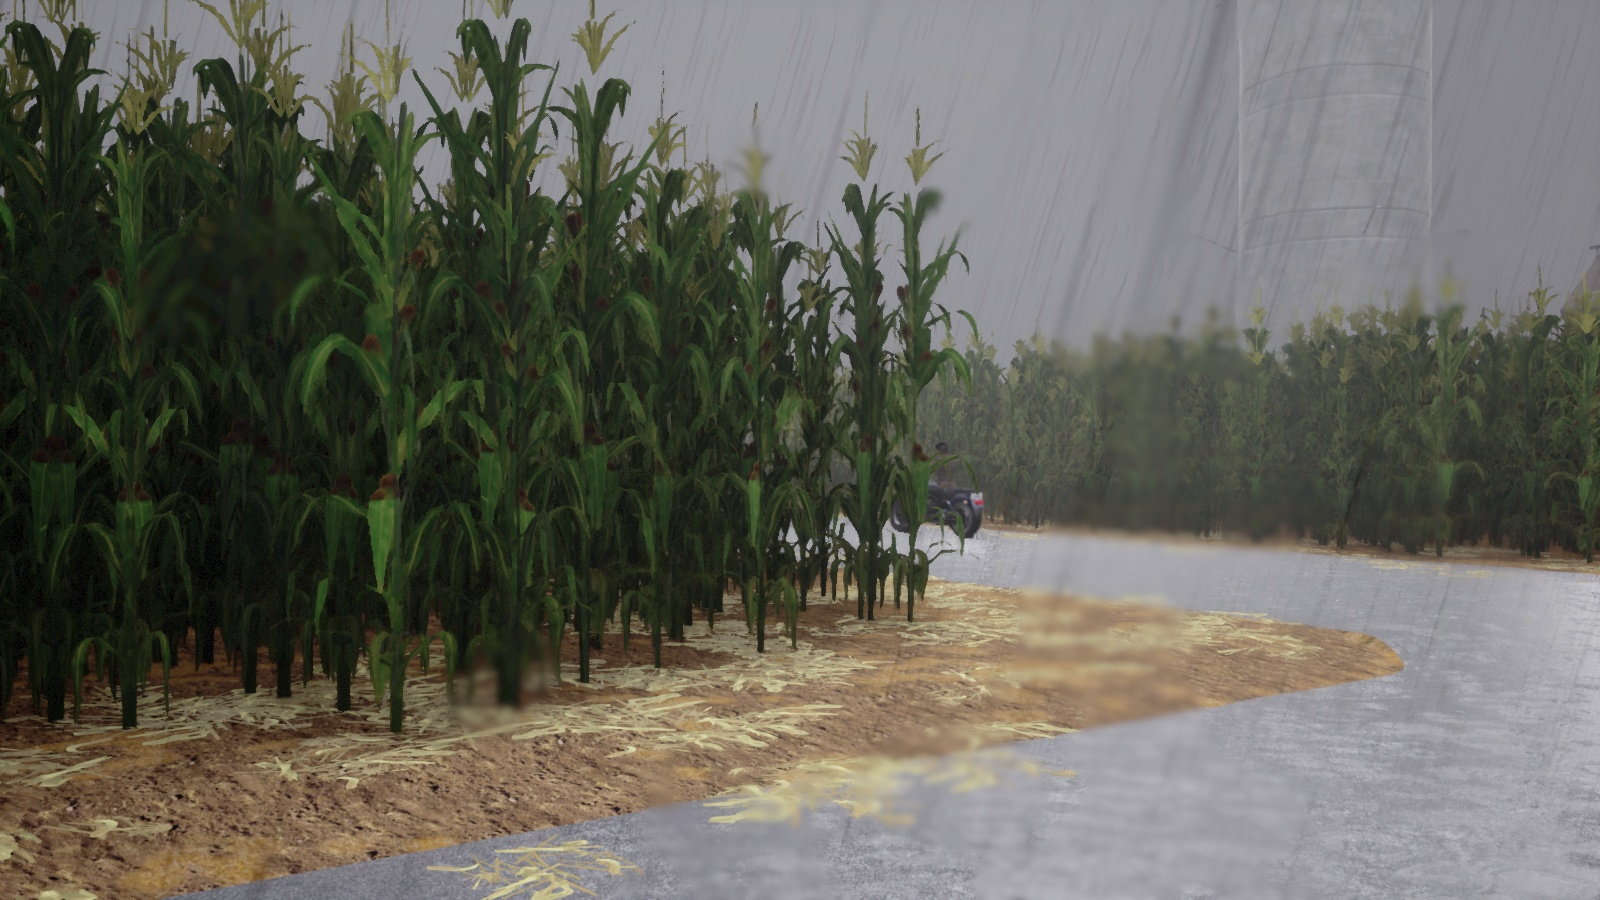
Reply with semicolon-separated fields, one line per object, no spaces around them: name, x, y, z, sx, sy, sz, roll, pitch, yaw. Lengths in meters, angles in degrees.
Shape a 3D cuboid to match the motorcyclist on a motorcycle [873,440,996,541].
motorcyclist on a motorcycle;2.277;0.667;21.588;0.766;1.649;2.350;0;-1;-34
